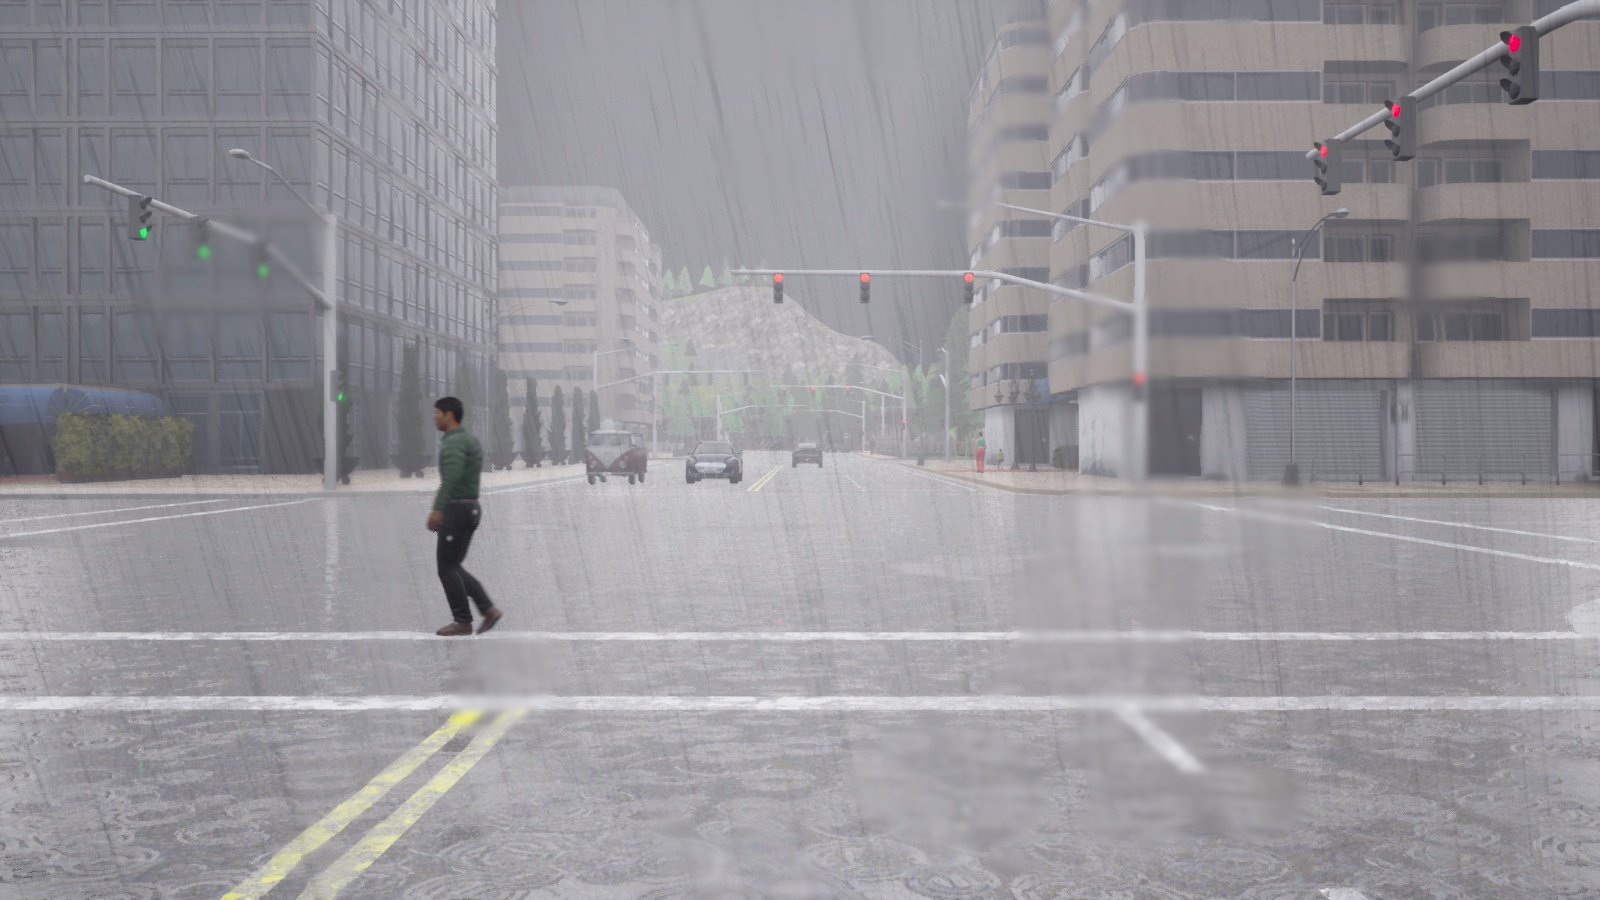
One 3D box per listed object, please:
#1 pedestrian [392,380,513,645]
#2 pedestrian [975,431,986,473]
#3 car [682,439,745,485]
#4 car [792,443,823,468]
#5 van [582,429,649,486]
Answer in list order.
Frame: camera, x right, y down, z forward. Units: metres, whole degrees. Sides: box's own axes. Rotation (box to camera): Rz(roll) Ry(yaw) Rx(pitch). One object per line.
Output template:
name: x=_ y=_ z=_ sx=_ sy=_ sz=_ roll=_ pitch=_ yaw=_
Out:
pedestrian: x=-2.604 y=0.460 z=9.452 sx=0.788 sy=1.949 sz=0.423 roll=0 pitch=0 yaw=1
pedestrian: x=8.000 y=0.097 z=55.713 sx=0.345 sy=1.836 sz=0.594 roll=0 pitch=0 yaw=-4
car: x=-3.212 y=0.405 z=47.640 sx=2.033 sy=1.649 sz=4.856 roll=0 pitch=0 yaw=0
car: x=0.453 y=0.319 z=76.675 sx=1.837 sy=1.490 sz=4.892 roll=0 pitch=0 yaw=0
van: x=-6.721 y=0.234 z=46.040 sx=1.775 sy=1.987 sz=4.442 roll=0 pitch=0 yaw=0
